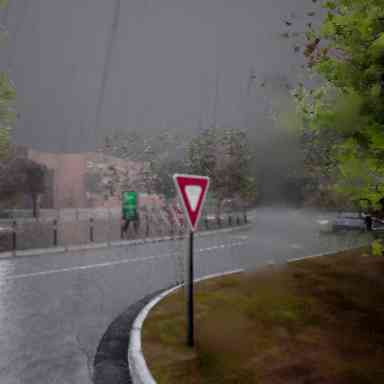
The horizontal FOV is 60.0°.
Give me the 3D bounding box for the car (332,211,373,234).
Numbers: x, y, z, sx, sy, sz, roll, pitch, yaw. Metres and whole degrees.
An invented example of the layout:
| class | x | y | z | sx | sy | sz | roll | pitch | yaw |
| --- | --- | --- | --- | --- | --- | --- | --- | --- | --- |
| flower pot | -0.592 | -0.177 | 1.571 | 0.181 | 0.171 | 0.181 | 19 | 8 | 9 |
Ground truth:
| class | x | y | z | sx | sy | sz | roll | pitch | yaw |
| --- | --- | --- | --- | --- | --- | --- | --- | --- | --- |
| car | 10.733 | 1.918 | 22.159 | 1.994 | 1.385 | 4.181 | -1 | -1 | 35 |
